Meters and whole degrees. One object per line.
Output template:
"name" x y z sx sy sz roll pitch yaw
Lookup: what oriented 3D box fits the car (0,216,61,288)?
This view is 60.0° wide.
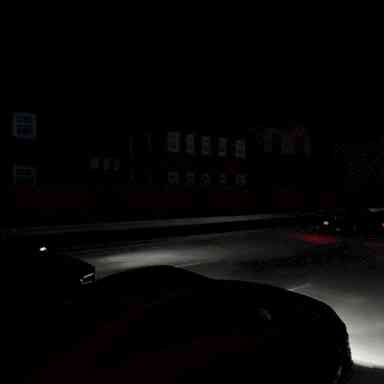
"car" -6.002 1.491 8.064 4.902 1.511 2.128 0 0 -36

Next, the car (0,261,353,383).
"car" -0.106 1.563 3.670 4.181 1.385 1.994 0 0 -35

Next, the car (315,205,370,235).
"car" 9.002 1.470 18.760 5.008 1.535 1.882 0 0 -35

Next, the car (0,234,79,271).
"car" -4.032 1.478 5.169 5.008 1.535 1.882 0 0 -35

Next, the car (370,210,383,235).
"car" 11.035 1.539 15.911 5.357 1.411 2.033 0 0 -35
